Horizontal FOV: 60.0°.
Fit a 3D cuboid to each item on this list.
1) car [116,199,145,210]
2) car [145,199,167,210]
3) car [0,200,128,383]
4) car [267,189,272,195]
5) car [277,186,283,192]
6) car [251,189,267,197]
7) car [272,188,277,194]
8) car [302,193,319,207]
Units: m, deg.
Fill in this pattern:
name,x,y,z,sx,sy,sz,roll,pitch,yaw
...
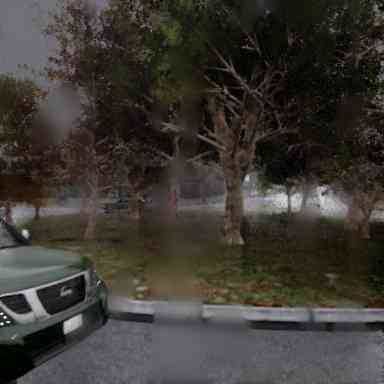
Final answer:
name,x,y,z,sx,sy,sz,roll,pitch,yaw
car,-8.402,1.548,39.028,4.892,1.490,1.837,1,-1,-30
car,-5.392,1.631,44.252,4.181,1.385,1.994,0,0,-20
car,-3.962,1.190,4.881,5.566,2.045,2.150,0,0,21
car,17.251,0.024,80.391,1.946,1.575,5.366,0,3,26
car,22.218,-0.854,90.544,2.435,2.045,5.566,0,3,26
car,14.820,0.334,75.442,1.946,1.575,5.366,0,3,26
car,19.674,-0.283,85.347,1.946,1.575,5.366,0,3,26
car,18.399,1.178,51.567,2.150,2.045,5.566,0,2,15
